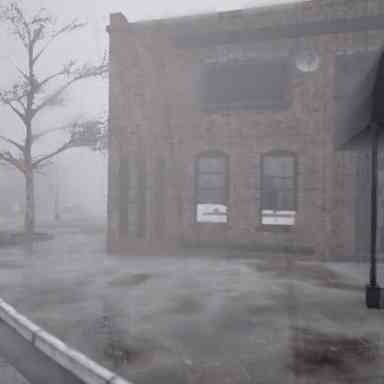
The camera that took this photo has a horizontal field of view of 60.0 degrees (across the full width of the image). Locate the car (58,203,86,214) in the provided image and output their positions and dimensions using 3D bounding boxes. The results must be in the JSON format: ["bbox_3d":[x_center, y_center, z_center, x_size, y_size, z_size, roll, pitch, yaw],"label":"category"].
[{"bbox_3d":[-17.355,2.381,48.296,1.812,1.442,4.674,1,-1,21],"label":"car"}]
